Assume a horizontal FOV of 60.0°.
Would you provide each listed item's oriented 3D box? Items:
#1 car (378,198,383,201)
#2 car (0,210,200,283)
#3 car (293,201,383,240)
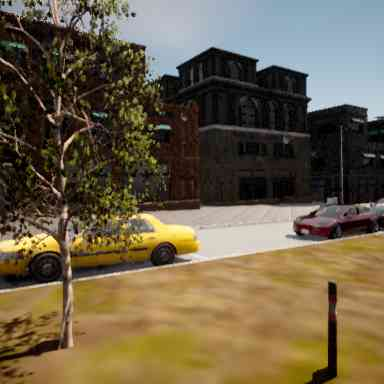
[{"bbox_3d":[11.362,1.101,18.754,4.553,1.767,2.185,0,0,-33],"label":"car"},{"bbox_3d":[-2.326,1.257,8.925,5.366,1.575,1.946,1,0,-33],"label":"car"},{"bbox_3d":[6.817,1.297,15.476,4.792,1.488,2.163,0,1,-33],"label":"car"}]
